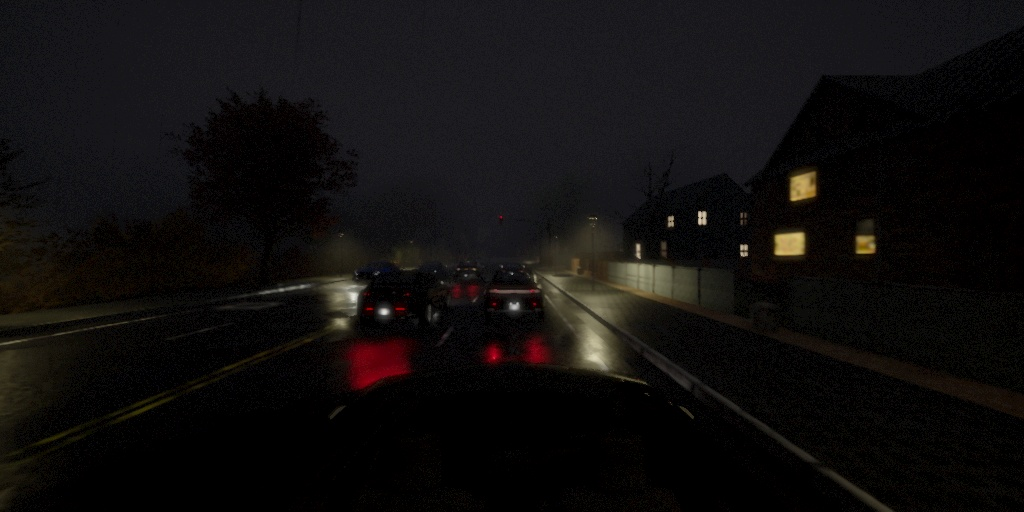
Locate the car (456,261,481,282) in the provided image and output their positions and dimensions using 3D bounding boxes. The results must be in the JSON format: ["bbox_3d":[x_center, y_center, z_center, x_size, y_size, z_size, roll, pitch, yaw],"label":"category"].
[{"bbox_3d":[-3.182,1.123,27.185,2.128,1.511,4.902,0,0,0],"label":"car"}]

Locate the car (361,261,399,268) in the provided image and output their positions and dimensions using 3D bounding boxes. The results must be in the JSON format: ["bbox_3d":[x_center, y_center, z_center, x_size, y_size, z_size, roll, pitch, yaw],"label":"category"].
[{"bbox_3d":[-9.859,1.113,26.521,1.882,1.535,5.008,0,0,0],"label":"car"}]

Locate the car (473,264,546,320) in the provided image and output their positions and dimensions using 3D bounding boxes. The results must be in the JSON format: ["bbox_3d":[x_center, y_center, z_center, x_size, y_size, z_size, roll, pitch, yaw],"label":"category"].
[{"bbox_3d":[0.077,1.190,12.285,2.128,1.511,4.902,0,0,0],"label":"car"}]

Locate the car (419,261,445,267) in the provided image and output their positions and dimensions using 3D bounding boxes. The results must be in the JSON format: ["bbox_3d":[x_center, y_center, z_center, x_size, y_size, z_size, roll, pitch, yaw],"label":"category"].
[{"bbox_3d":[-6.604,1.148,29.651,1.812,1.442,4.674,0,0,0],"label":"car"}]

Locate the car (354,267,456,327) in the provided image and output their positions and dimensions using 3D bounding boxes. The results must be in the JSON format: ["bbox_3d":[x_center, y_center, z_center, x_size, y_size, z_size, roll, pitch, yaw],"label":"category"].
[{"bbox_3d":[-3.177,1.203,11.383,1.837,1.490,4.892,0,-1,0],"label":"car"}]
